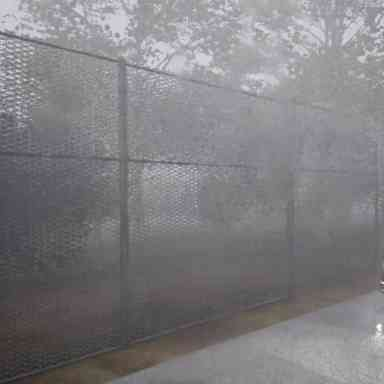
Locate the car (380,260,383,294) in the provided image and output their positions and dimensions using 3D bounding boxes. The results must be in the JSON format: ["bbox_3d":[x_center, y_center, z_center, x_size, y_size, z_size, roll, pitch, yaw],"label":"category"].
[{"bbox_3d":[6.037,1.515,7.359,4.902,1.511,2.128,0,0,-35],"label":"car"}]
